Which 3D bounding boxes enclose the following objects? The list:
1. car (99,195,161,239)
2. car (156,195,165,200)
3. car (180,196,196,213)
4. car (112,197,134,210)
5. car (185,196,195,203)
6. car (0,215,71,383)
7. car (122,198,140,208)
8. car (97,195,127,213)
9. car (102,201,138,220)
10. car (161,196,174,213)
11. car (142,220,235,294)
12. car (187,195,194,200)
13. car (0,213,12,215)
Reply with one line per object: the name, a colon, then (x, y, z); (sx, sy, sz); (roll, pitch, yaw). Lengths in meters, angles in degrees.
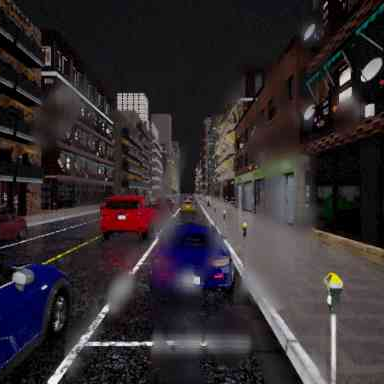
car: (-3.146, 1.224, 17.561); (2.150, 2.045, 5.566); (0, 0, 0)
car: (-8.834, 1.539, 93.519); (2.008, 1.369, 4.403); (0, 0, 0)
car: (-0.454, 1.525, 37.323); (1.752, 1.417, 4.829); (0, 0, 0)
car: (-8.834, 1.439, 42.793); (1.967, 1.590, 4.097); (0, 0, 0)
car: (-0.453, 1.545, 70.970); (2.008, 1.369, 4.403); (0, 0, 0)
car: (-3.050, 1.355, 3.665); (2.097, 1.767, 4.553); (0, 0, 0)
car: (-8.834, 1.543, 48.430); (1.887, 1.381, 4.507); (0, 0, 0)
car: (-8.833, 1.314, 37.157); (2.192, 1.841, 5.009); (0, 0, 0)
car: (-6.245, 1.547, 29.540); (2.033, 1.411, 5.357); (0, 0, 0)
car: (-3.046, 1.477, 36.810); (1.882, 1.535, 5.008); (0, 0, 0)
car: (0.004, 1.526, 8.649); (1.812, 1.442, 4.674); (0, 0, 0)
car: (-0.452, 1.513, 93.685); (1.752, 1.417, 4.829); (0, 0, 0)
car: (-8.835, 1.583, 14.612); (1.802, 1.307, 4.206); (0, 0, 0)
